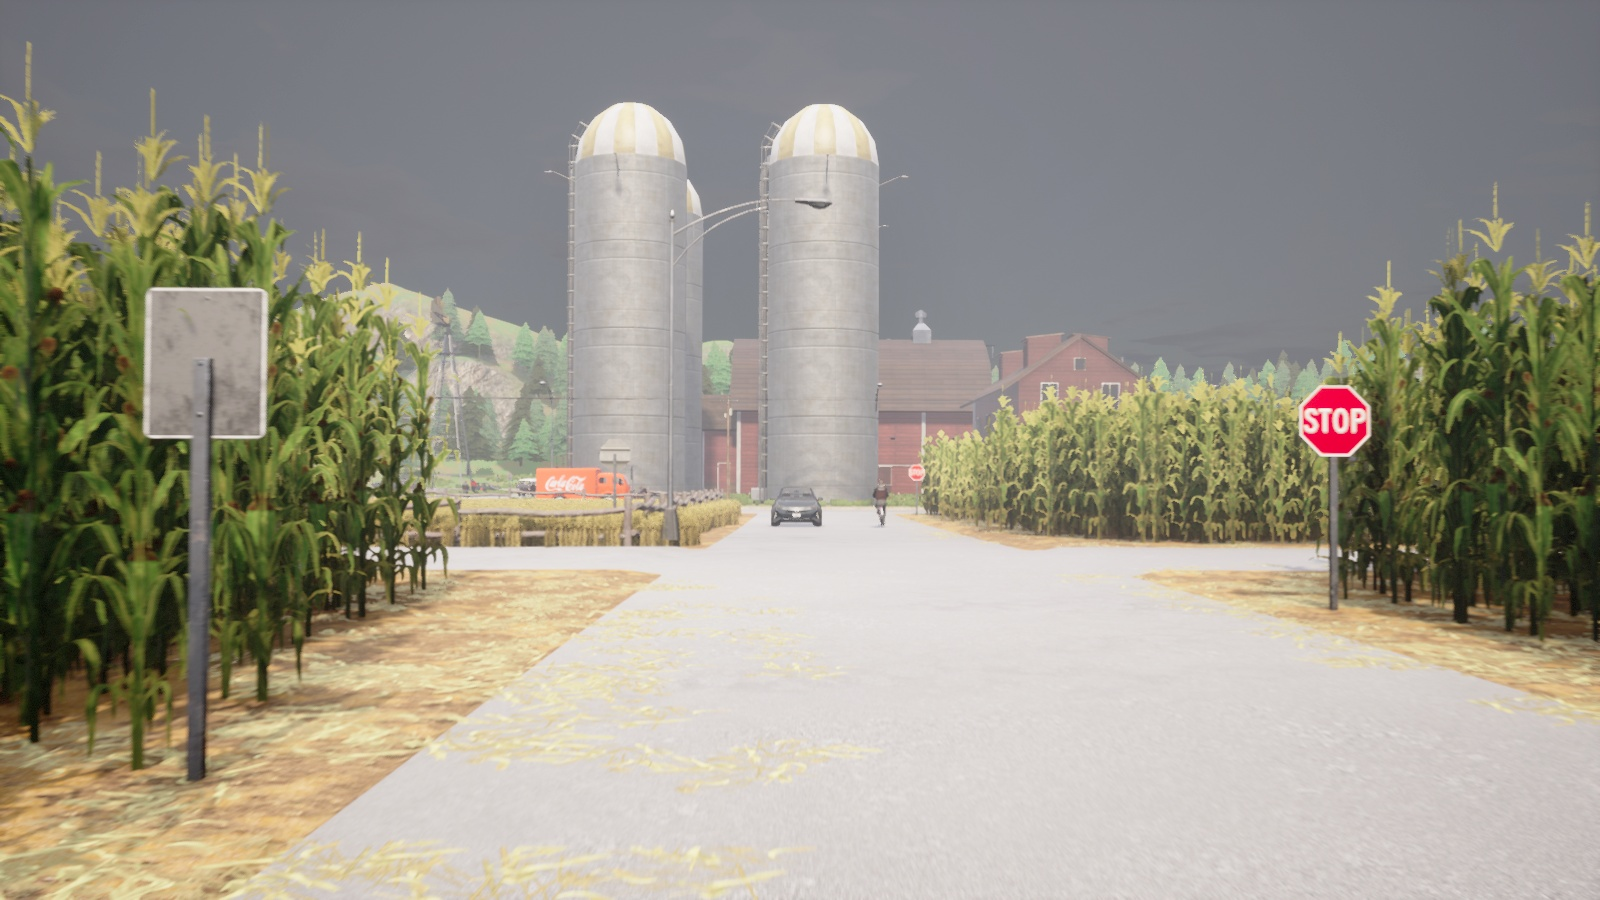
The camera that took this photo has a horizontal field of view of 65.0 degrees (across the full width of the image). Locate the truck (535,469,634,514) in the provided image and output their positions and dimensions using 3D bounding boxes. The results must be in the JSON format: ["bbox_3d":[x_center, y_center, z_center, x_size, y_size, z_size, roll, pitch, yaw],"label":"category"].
[{"bbox_3d":[-12.215,2.345,71.441,5.204,2.467,2.627,0,-2,0],"label":"truck"}]

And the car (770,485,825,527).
[{"bbox_3d":[-0.115,2.105,48.234,2.007,1.525,4.514,0,-2,0],"label":"car"}]
